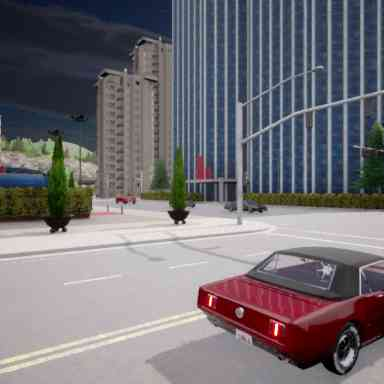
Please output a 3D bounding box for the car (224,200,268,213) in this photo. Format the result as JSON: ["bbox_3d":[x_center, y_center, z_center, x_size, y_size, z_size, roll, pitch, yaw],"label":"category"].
[{"bbox_3d":[5.809,1.547,36.699,2.033,1.411,5.357,0,0,-36],"label":"car"}]

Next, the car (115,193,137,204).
[{"bbox_3d":[-12.353,1.209,61.866,2.150,2.045,5.566,0,0,-36],"label":"car"}]

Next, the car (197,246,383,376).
[{"bbox_3d":[2.493,1.601,5.586,4.718,1.301,1.895,0,0,-35],"label":"car"}]

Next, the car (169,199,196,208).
[{"bbox_3d":[-1.377,1.505,46.596,1.837,1.490,4.892,0,0,-36],"label":"car"}]
